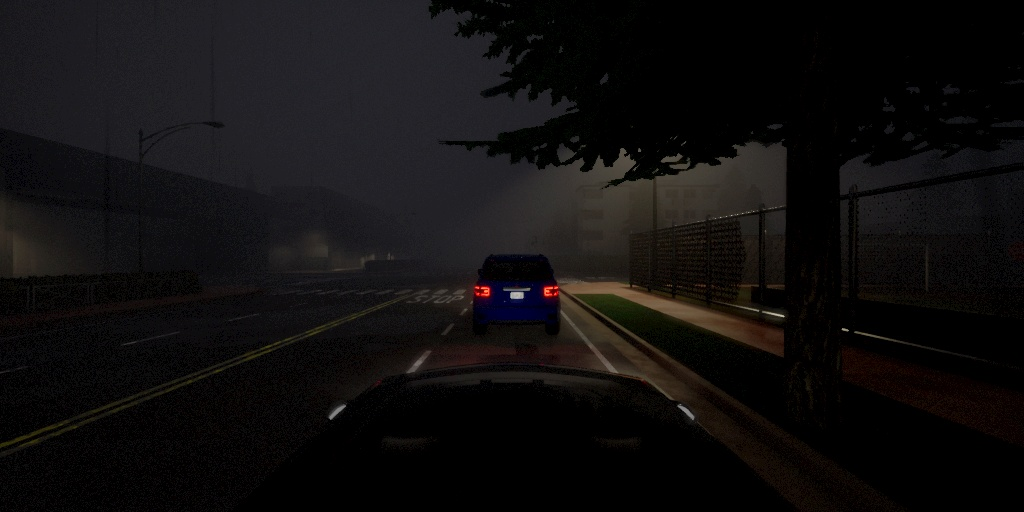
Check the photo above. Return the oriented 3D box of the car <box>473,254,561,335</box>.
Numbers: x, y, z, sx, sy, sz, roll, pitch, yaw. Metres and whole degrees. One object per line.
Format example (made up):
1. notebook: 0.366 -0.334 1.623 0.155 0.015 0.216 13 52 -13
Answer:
1. car: 0.116 0.972 10.689 2.150 2.045 5.566 0 0 0

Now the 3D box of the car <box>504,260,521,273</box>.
1. car: 0.029 1.242 45.564 2.128 1.511 4.902 0 0 0
